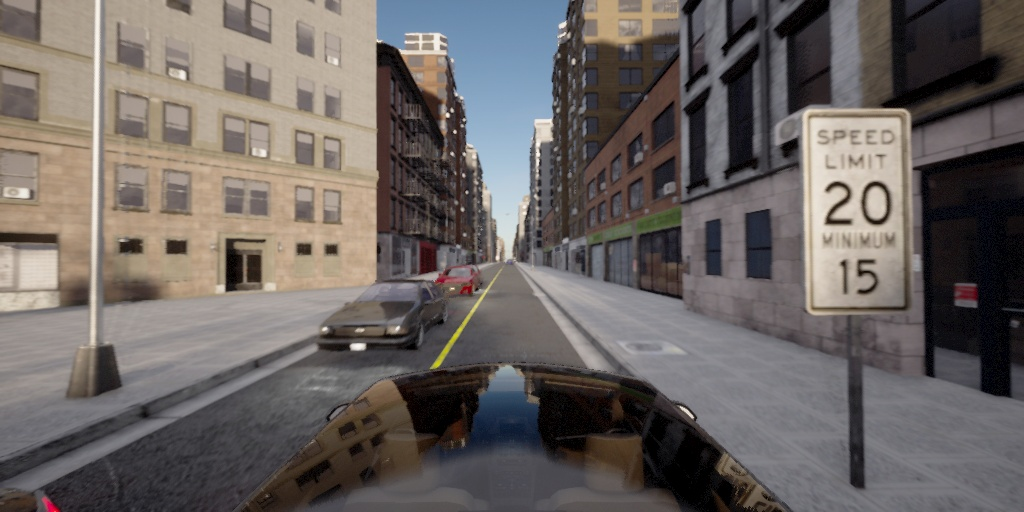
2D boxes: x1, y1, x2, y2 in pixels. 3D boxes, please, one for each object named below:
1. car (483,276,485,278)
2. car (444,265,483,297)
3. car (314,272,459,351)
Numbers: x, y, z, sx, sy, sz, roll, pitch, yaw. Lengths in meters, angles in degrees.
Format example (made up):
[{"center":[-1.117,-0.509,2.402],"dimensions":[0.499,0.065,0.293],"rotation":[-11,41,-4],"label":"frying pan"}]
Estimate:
[{"center":[-2.966,1.334,24.275],"dimensions":[1.812,1.442,4.674],"rotation":[0,0,0],"label":"car"},{"center":[-2.855,1.286,19.512],"dimensions":[1.882,1.535,5.008],"rotation":[0,0,0],"label":"car"},{"center":[-2.883,1.320,9.379],"dimensions":[2.033,1.411,5.357],"rotation":[0,0,0],"label":"car"}]
